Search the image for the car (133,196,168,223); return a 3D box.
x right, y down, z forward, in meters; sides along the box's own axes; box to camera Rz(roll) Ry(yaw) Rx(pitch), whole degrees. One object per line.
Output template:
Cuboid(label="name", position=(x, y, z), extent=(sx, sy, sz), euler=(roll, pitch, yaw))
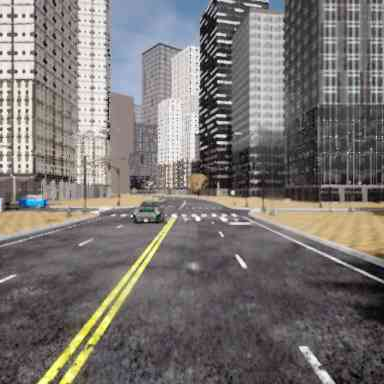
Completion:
Cuboid(label="car", position=(-3.300, 1.460, 26.160), extent=(2.097, 1.767, 4.553), euler=(0, 0, 0))

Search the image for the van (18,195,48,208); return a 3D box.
Cuboid(label="van", position=(-22.661, 1.391, 47.493), extent=(3.998, 1.788, 1.690), euler=(0, 0, 1))

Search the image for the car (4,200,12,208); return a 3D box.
Cuboid(label="car", position=(-28.200, 1.569, 47.539), extent=(4.507, 1.381, 1.887), euler=(0, 0, 1))

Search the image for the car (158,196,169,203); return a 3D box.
Cuboid(label="car", position=(-6.515, 1.778, 77.355), extent=(2.128, 1.511, 4.902), euler=(0, 0, 0))
